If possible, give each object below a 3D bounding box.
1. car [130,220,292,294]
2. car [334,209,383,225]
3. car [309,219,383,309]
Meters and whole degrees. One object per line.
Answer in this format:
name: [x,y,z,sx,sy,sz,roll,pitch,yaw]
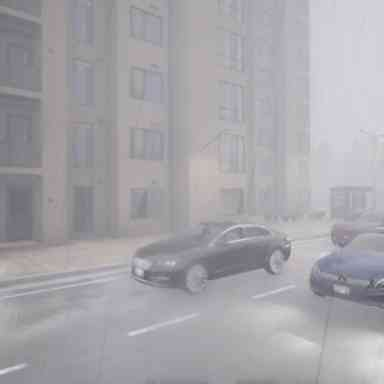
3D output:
car: [0.723,1.558,9.085,4.902,1.511,2.128,0,-1,-38]
car: [8.182,1.547,14.961,5.008,1.535,1.882,0,-1,-38]
car: [4.604,1.561,7.664,4.674,1.442,1.812,0,-1,-39]
